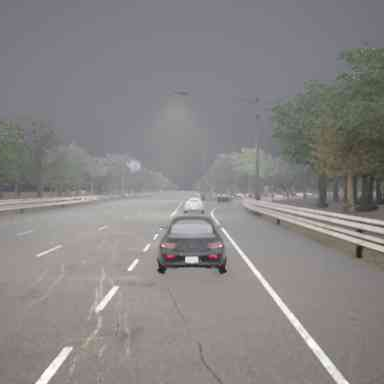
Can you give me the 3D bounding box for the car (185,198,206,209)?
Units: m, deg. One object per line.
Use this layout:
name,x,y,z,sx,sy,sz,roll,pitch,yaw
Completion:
car,0.333,1.315,33.121,1.812,1.442,4.674,0,0,4

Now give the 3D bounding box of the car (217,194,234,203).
car,5.847,1.112,57.626,1.882,1.535,5.008,0,0,21

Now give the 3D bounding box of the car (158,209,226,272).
car,-0.003,1.464,10.358,1.812,1.442,4.674,0,0,0
